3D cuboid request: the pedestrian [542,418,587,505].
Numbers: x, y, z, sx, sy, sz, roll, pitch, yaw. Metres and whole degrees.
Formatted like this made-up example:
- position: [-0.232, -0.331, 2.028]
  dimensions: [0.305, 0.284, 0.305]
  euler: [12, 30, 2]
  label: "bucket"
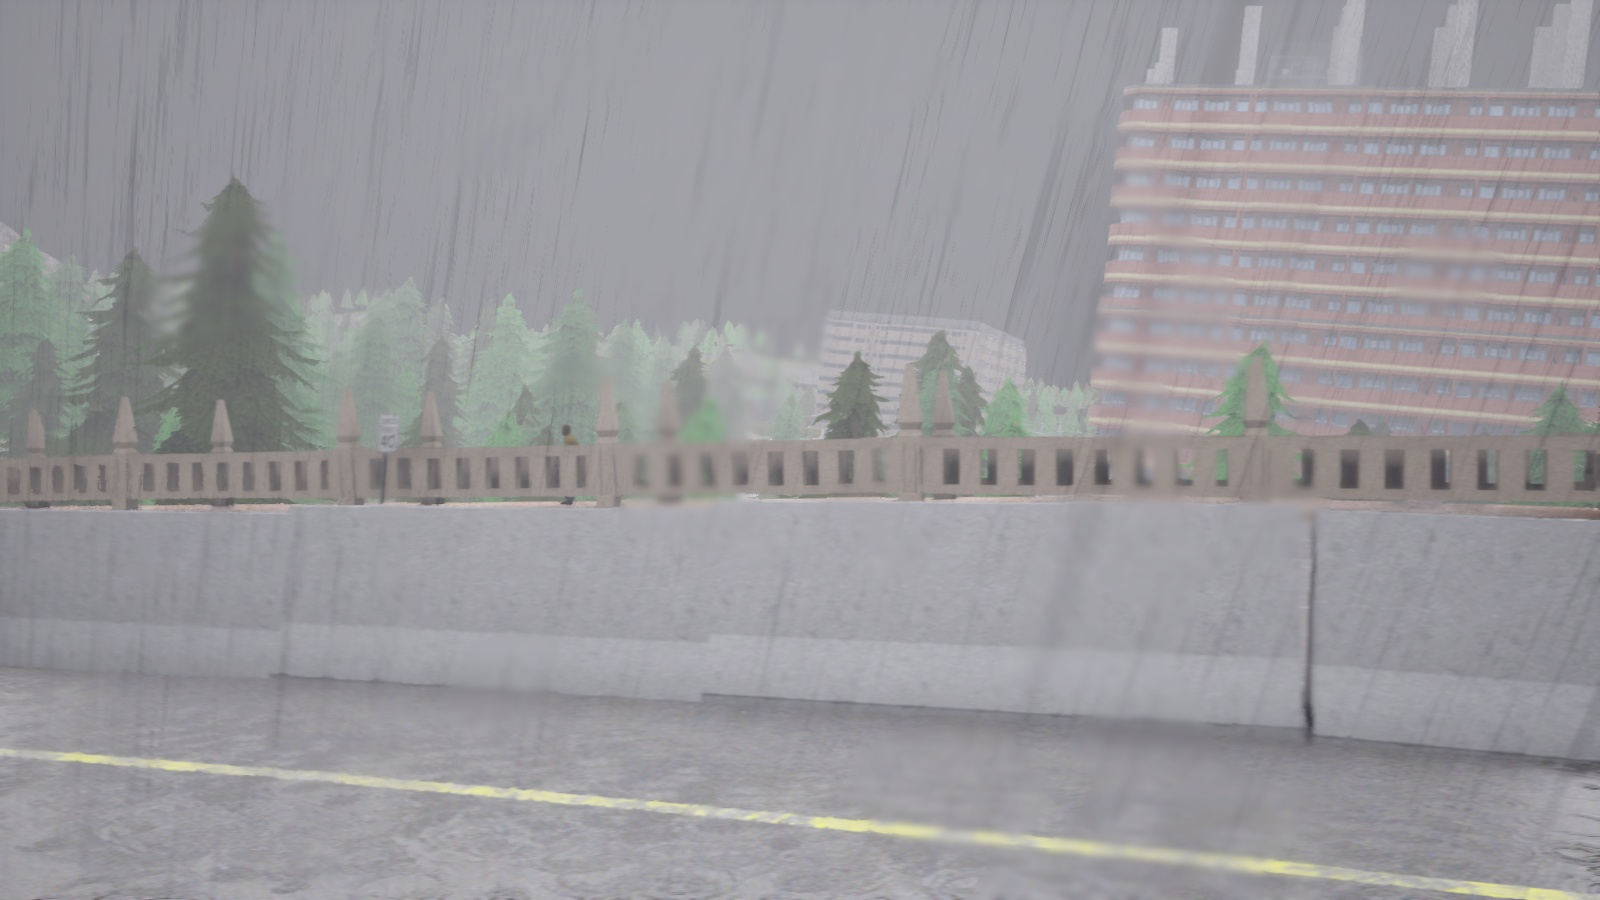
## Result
- position: [-5.222, 0.252, 27.882]
  dimensions: [0.726, 1.835, 0.370]
  euler: [7, 3, 19]
  label: "pedestrian"
